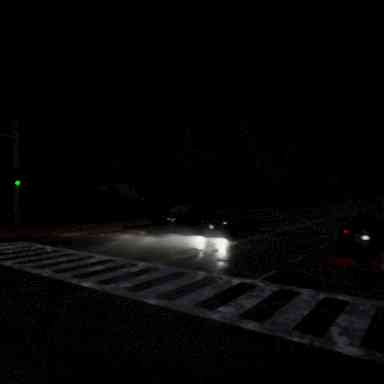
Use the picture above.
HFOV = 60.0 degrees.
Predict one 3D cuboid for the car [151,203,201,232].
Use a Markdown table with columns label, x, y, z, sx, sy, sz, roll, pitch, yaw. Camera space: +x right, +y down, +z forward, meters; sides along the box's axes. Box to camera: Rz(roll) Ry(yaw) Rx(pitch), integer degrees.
| label | x | y | z | sx | sy | sz | roll | pitch | yaw |
| --- | --- | --- | --- | --- | --- | --- | --- | --- | --- |
| car | -0.477 | 1.499 | 20.814 | 1.882 | 1.535 | 5.008 | 0 | 0 | 35 |

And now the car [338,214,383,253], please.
| label | x | y | z | sx | sy | sz | roll | pitch | yaw |
| --- | --- | --- | --- | --- | --- | --- | --- | --- | --- |
| car | 7.199 | 1.567 | 13.212 | 1.994 | 1.385 | 4.181 | 0 | 0 | 36 |

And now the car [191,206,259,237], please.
| label | x | y | z | sx | sy | sz | roll | pitch | yaw |
| --- | --- | --- | --- | --- | --- | --- | --- | --- | --- |
| car | 2.118 | 1.579 | 18.420 | 1.994 | 1.385 | 4.181 | 0 | 0 | 35 |
